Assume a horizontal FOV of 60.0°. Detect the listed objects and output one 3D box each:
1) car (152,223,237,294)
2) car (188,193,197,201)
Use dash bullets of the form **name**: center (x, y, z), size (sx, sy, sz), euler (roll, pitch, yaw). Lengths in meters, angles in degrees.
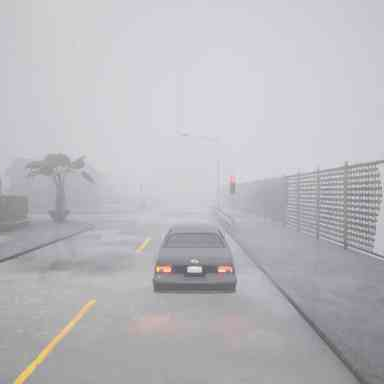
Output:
- **car**: center (0.073, 1.547, 8.955), size (2.033, 1.411, 5.357), euler (0, 0, 1)
- **car**: center (0.090, 1.225, 87.059), size (2.150, 2.045, 5.566), euler (0, 0, 0)
